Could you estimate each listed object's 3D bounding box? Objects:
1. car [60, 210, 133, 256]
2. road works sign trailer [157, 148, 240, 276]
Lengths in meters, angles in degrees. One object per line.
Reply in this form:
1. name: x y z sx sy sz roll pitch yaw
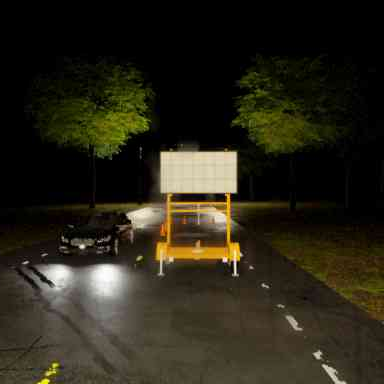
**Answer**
1. car: -3.517 1.498 13.059 1.837 1.490 4.892 0 0 0
2. road works sign trailer: 0.206 0.459 10.326 2.380 3.560 2.880 0 0 2
